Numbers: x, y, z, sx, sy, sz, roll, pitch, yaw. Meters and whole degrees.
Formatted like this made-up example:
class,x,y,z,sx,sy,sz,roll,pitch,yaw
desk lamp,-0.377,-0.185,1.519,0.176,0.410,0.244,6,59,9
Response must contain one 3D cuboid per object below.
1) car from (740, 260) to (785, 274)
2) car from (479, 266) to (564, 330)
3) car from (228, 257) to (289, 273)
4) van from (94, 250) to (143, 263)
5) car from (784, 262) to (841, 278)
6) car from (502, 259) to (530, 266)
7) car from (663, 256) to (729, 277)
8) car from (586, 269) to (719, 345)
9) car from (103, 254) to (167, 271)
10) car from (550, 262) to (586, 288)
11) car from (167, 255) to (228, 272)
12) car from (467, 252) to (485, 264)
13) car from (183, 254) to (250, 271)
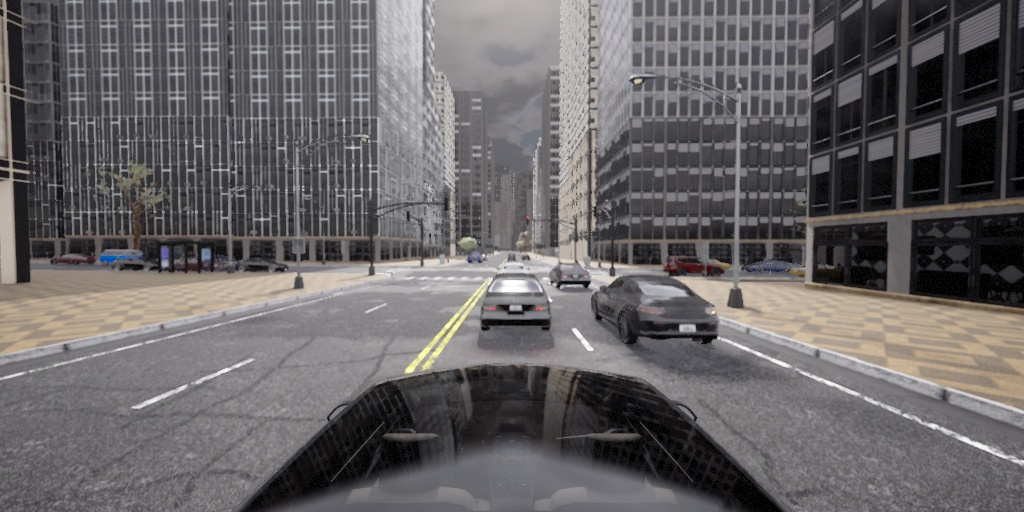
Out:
class,x,y,z,sx,sy,sz,roll,pitch,yaw
car,27.204,1.125,37.767,5.357,1.411,2.033,1,2,1
car,0.095,1.200,10.662,2.033,1.411,5.357,0,1,0
car,-22.752,0.850,32.675,4.313,1.339,1.948,0,0,1
van,-45.315,0.188,41.622,3.998,1.789,1.690,0,0,1
car,27.621,1.260,31.990,4.829,1.417,1.751,0,0,1
car,0.088,1.072,20.252,1.812,1.442,4.674,0,1,0
car,16.173,0.948,32.178,5.009,1.841,2.192,0,0,1
car,3.347,1.195,9.137,1.812,1.442,4.674,0,0,0
car,-34.117,0.743,32.972,4.313,1.339,1.948,0,0,1
car,3.339,1.081,21.342,2.033,1.411,5.357,0,1,0
car,-28.436,0.813,32.803,4.207,1.307,1.802,0,0,1
car,-6.587,0.271,63.813,2.150,2.045,5.566,0,1,0
car,-29.119,0.644,35.499,4.902,1.511,2.128,1,2,1
